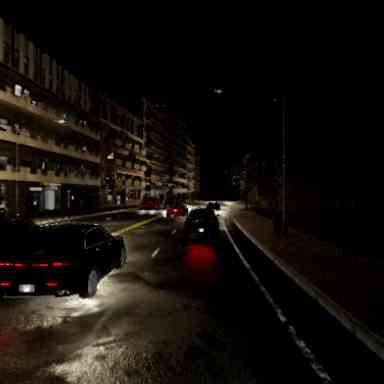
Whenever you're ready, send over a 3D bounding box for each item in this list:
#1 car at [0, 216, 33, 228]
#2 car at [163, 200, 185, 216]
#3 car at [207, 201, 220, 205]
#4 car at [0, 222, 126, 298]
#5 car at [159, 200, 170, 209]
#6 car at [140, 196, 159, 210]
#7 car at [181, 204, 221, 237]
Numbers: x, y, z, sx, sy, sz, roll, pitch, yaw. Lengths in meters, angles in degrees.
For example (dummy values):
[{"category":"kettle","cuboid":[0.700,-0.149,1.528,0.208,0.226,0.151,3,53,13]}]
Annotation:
[{"category":"car","cuboid":[-6.429,1.585,10.505,1.837,1.490,4.892,0,-1,2]},{"category":"car","cuboid":[-1.526,1.913,36.378,1.994,1.385,4.181,0,-1,5]},{"category":"car","cuboid":[3.299,2.098,51.060,1.994,1.385,4.181,0,-1,7]},{"category":"car","cuboid":[-3.043,1.578,8.674,1.837,1.490,4.892,0,0,1]},{"category":"car","cuboid":[-3.260,2.015,52.215,2.128,1.511,4.902,0,-1,7]},{"category":"car","cuboid":[-6.520,1.732,52.325,2.150,2.045,5.566,0,0,7]},{"category":"car","cuboid":[0.585,1.687,19.246,1.837,1.490,4.892,0,0,3]}]
